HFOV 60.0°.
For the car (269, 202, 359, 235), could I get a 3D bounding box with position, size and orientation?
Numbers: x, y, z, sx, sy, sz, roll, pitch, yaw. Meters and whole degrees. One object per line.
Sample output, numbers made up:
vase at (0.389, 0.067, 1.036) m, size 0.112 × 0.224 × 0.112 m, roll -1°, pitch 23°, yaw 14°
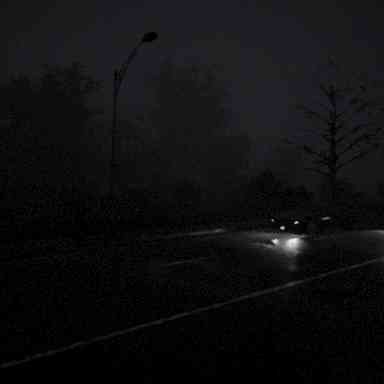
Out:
car at (6.406, 1.247, 17.097) m, size 5.357 × 1.411 × 2.033 m, roll -1°, pitch 1°, yaw -35°
